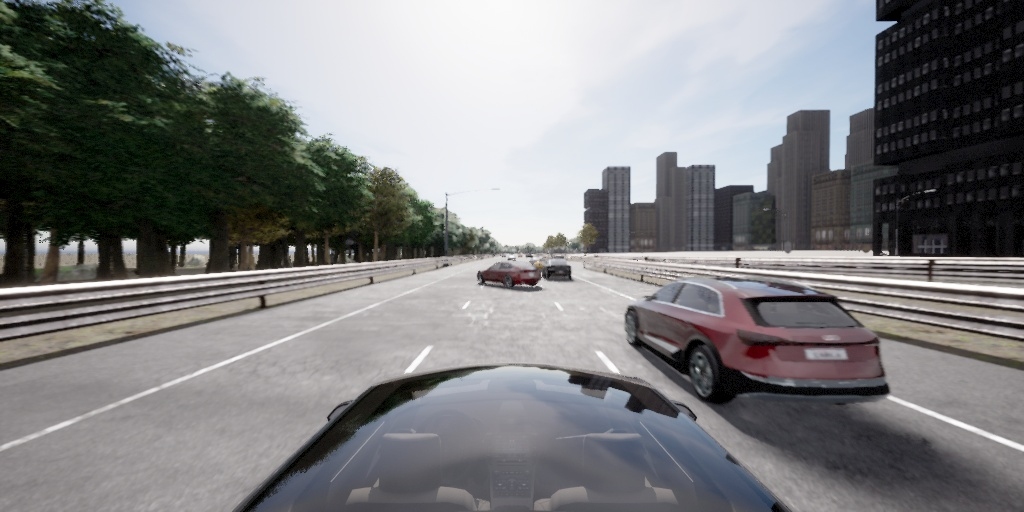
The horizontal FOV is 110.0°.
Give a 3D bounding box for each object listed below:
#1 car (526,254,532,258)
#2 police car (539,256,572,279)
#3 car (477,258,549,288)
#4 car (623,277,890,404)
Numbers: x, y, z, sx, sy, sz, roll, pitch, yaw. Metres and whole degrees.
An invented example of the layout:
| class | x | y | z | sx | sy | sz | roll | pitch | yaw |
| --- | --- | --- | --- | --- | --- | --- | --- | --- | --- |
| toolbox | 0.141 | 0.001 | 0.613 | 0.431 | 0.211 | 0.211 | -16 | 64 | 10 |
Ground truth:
| class | x | y | z | sx | sy | sz | roll | pitch | yaw |
| --- | --- | --- | --- | --- | --- | --- | --- | --- | --- |
| car | 3.504 | 0.781 | 50.251 | 2.033 | 1.411 | 5.357 | 0 | 1 | 0 |
| police car | 3.503 | 0.907 | 28.361 | 1.930 | 1.638 | 5.238 | 0 | 1 | 0 |
| car | -0.285 | 1.054 | 21.953 | 2.163 | 1.488 | 4.792 | -1 | 1 | -37 |
| car | 3.502 | 1.139 | 6.253 | 2.033 | 1.649 | 4.856 | 0 | 1 | 0 |
